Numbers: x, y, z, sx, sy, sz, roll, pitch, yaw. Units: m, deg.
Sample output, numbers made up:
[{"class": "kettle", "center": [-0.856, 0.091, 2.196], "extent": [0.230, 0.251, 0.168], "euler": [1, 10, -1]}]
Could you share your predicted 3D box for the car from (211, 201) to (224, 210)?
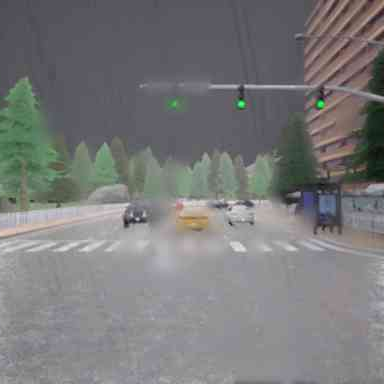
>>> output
[{"class": "car", "center": [4.335, 2.122, 53.288], "extent": [1.895, 1.301, 4.718], "euler": [-1, -1, 30]}]

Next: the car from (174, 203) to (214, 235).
[{"class": "car", "center": [0.114, 1.665, 20.343], "extent": [1.882, 1.535, 5.008], "euler": [0, -1, 0]}]

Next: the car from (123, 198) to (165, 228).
[{"class": "car", "center": [-3.560, 1.465, 24.645], "extent": [2.150, 2.045, 5.566], "euler": [0, -1, 0]}]

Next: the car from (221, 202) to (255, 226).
[{"class": "car", "center": [3.606, 1.760, 25.728], "extent": [1.812, 1.442, 4.674], "euler": [0, -1, 0]}]

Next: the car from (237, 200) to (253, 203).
[{"class": "car", "center": [8.549, 2.019, 53.611], "extent": [1.837, 1.490, 4.892], "euler": [-1, 0, 32]}]

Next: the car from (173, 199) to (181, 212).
[{"class": "car", "center": [-2.573, 1.798, 44.229], "extent": [2.097, 1.767, 4.553], "euler": [0, -1, 12]}]

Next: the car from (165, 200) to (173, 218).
[{"class": "car", "center": [-3.466, 1.696, 34.283], "extent": [2.097, 1.767, 4.553], "euler": [0, -1, 0]}]
